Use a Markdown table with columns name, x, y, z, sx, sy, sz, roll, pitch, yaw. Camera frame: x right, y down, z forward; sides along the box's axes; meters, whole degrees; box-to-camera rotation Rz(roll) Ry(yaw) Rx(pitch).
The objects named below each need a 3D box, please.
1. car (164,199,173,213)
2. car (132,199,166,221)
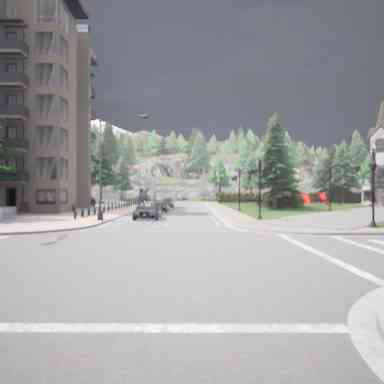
| name | x | y | z | sx | sy | sz | roll | pitch | yaw |
| --- | --- | --- | --- | --- | --- | --- | --- | --- | --- |
| car | -3.565 | 1.537 | 37.298 | 2.033 | 1.411 | 5.357 | 0 | 0 | 0 |
| car | -3.561 | 1.556 | 27.085 | 1.994 | 1.385 | 4.181 | 0 | 0 | 1 |
